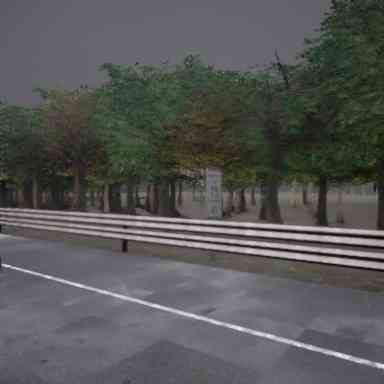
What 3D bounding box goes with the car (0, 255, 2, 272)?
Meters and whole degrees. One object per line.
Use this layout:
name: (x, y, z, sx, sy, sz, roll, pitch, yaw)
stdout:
car: (-6.907, 1.561, 8.879, 4.181, 1.385, 1.994, 0, 0, 36)
